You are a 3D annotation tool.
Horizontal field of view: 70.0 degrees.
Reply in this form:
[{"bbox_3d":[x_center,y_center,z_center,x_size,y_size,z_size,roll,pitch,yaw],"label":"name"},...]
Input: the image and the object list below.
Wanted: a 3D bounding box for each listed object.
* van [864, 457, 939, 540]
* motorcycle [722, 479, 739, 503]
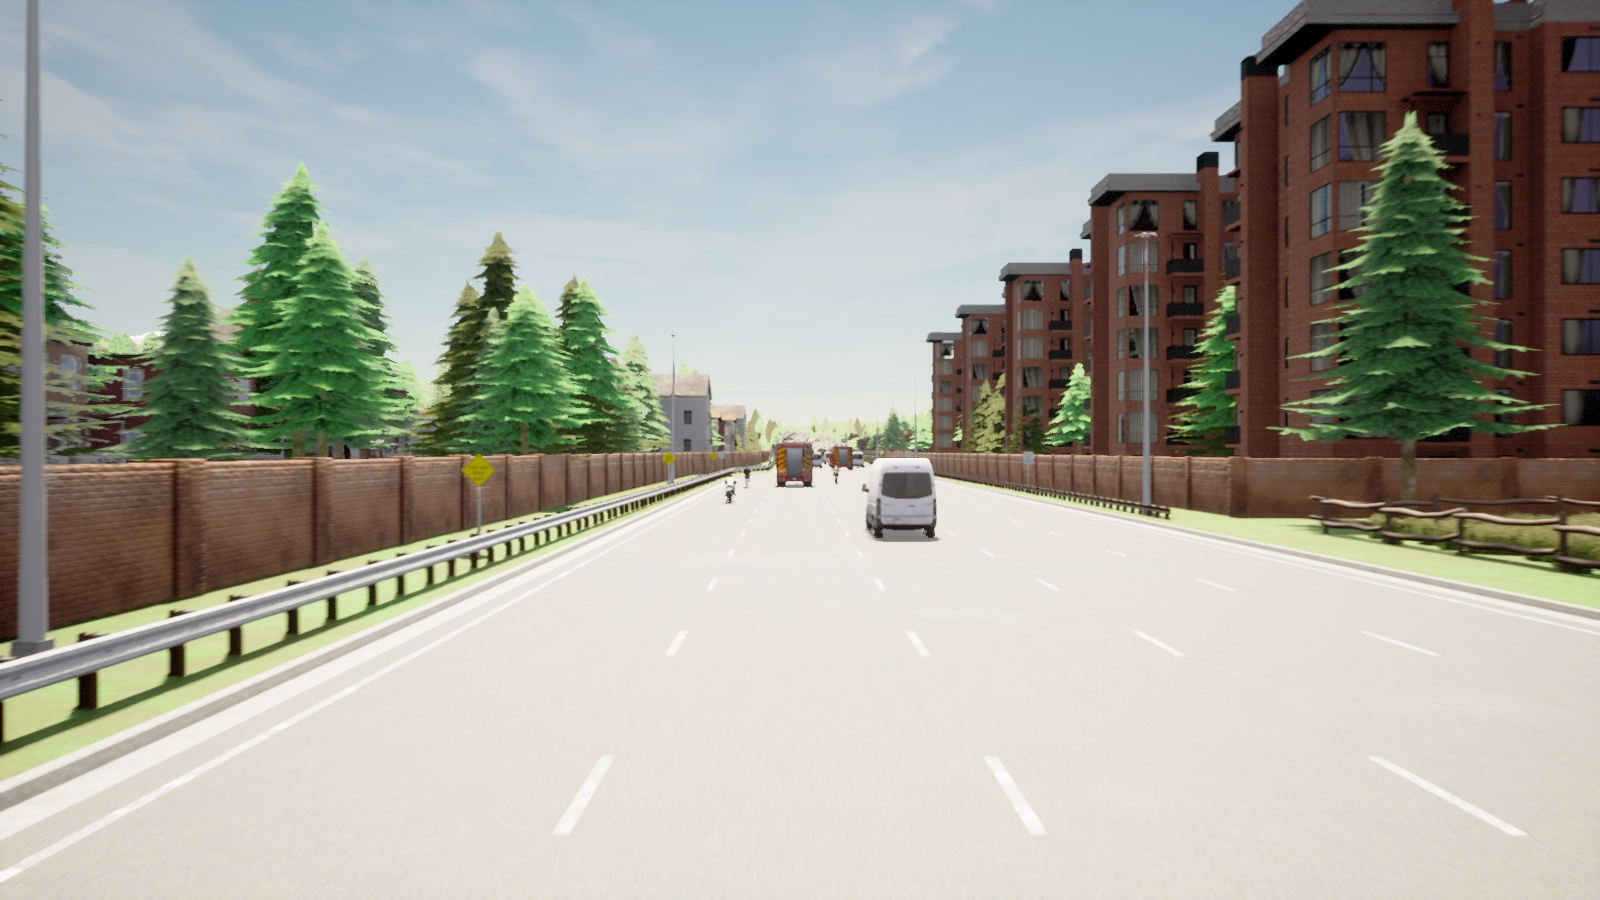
[{"bbox_3d":[3.332,1.550,38.715,1.988,2.561,5.915,0,0,0],"label":"van"},{"bbox_3d":[-3.739,2.212,61.515,0.803,1.199,2.033,0,1,-1],"label":"motorcycle"}]
